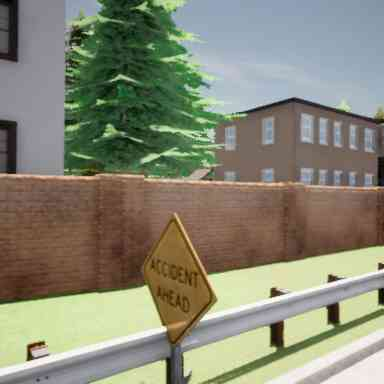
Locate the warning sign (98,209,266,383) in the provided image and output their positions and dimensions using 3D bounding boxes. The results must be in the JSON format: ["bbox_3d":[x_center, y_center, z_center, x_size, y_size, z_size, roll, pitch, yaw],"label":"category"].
[{"bbox_3d":[-0.148,1.134,3.211,1.060,1.860,1.300,1,0,-36],"label":"warning sign"}]
